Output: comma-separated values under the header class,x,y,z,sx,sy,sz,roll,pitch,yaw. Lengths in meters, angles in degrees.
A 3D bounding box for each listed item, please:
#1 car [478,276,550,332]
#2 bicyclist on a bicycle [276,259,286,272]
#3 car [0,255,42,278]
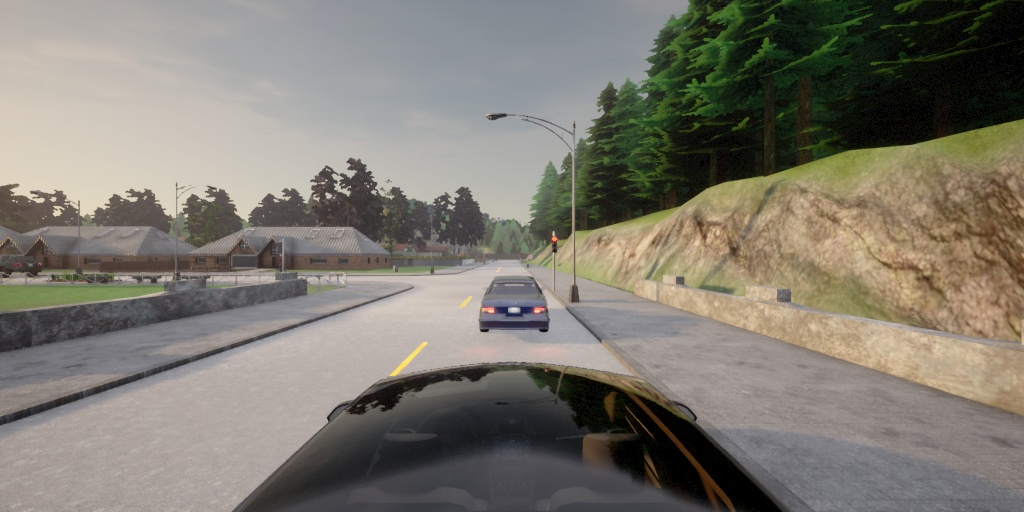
class,x,y,z,sx,sy,sz,roll,pitch,yaw
car,0.063,1.297,10.791,2.033,1.411,5.357,0,0,0
bicyclist on a bicycle,-24.162,1.099,37.572,0.582,1.620,1.656,0,0,0
car,-47.375,0.971,33.322,5.566,2.045,2.150,0,0,1
